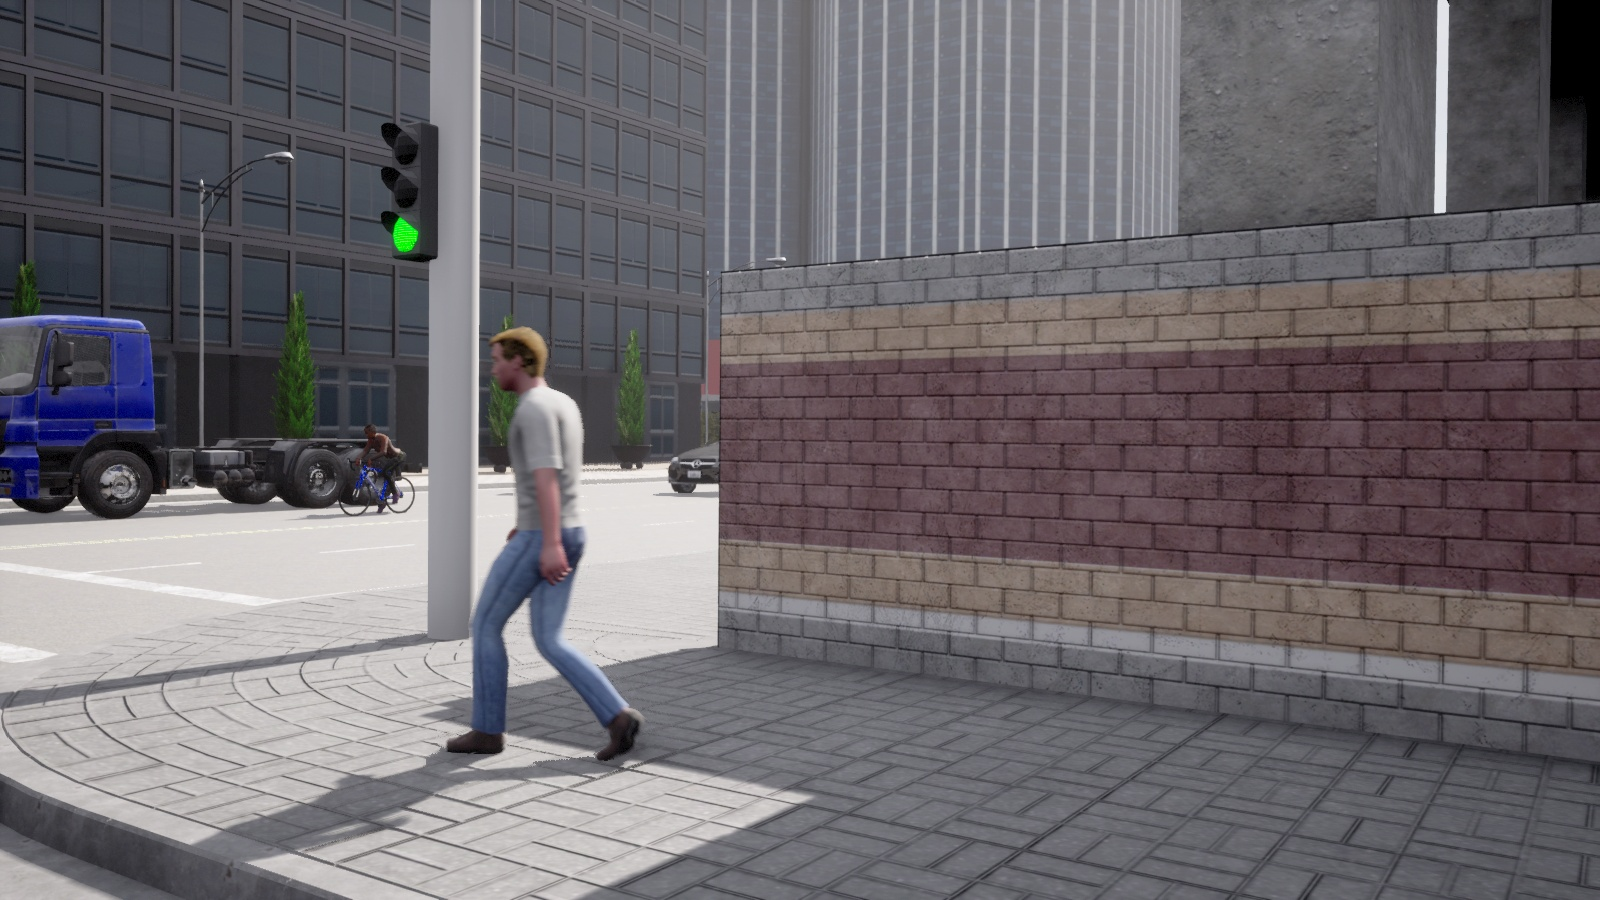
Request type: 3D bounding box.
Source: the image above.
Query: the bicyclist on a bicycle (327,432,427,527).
[{"bbox_3d":[-7.542,0.501,22.464,0.582,1.620,1.656,0,1,34],"label":"bicyclist on a bicycle"}]

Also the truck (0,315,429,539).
[{"bbox_3d":[-11.092,-0.415,23.453,2.891,3.462,7.936,0,1,34],"label":"truck"}]

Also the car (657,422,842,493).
[{"bbox_3d":[-1.169,0.140,31.971,2.152,1.651,5.027,0,1,34],"label":"car"}]

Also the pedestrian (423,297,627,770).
[{"bbox_3d":[-1.112,0.326,5.116,0.706,1.836,0.354,0,1,13],"label":"pedestrian"}]
